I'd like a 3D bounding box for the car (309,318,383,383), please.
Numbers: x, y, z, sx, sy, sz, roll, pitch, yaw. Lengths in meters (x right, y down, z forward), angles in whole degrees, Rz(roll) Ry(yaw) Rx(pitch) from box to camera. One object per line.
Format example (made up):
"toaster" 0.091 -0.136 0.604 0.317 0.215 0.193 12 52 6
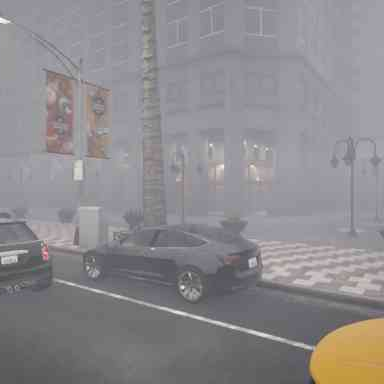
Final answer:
"car" 3.198 1.478 1.712 5.008 1.535 1.882 0 0 36

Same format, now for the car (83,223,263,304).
"car" -0.652 1.513 8.250 4.786 1.482 2.161 0 0 35

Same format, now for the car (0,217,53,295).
"car" -5.306 1.352 7.768 4.553 1.767 2.097 0 0 35
